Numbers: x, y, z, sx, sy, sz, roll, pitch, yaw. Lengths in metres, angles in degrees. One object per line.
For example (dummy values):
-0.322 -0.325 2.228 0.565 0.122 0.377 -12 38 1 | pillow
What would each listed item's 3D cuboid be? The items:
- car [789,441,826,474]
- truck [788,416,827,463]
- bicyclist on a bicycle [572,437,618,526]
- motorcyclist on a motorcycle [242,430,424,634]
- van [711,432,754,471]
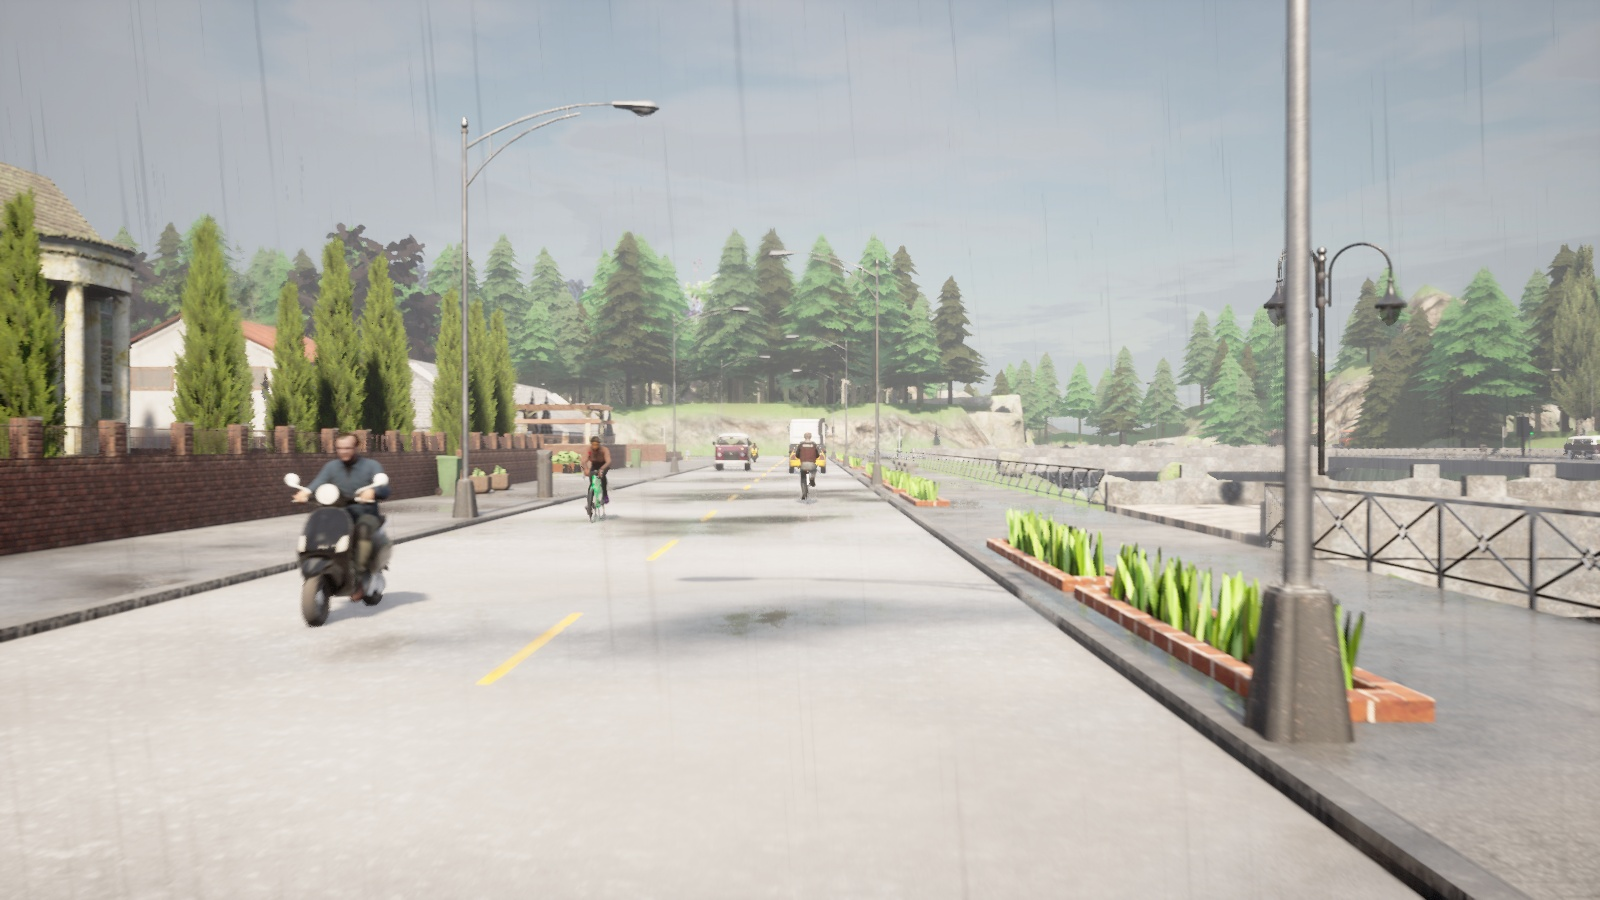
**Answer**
0.378 0.330 63.105 1.801 1.575 5.366 0 0 0 | car
0.574 -0.781 96.989 2.891 3.462 7.936 0 0 0 | truck
-3.848 0.563 23.636 0.582 1.620 1.656 0 1 0 | bicyclist on a bicycle
-3.923 0.636 10.716 0.866 1.590 1.817 0 0 0 | motorcyclist on a motorcycle
-3.595 0.085 67.763 2.069 2.038 4.480 0 0 0 | van
